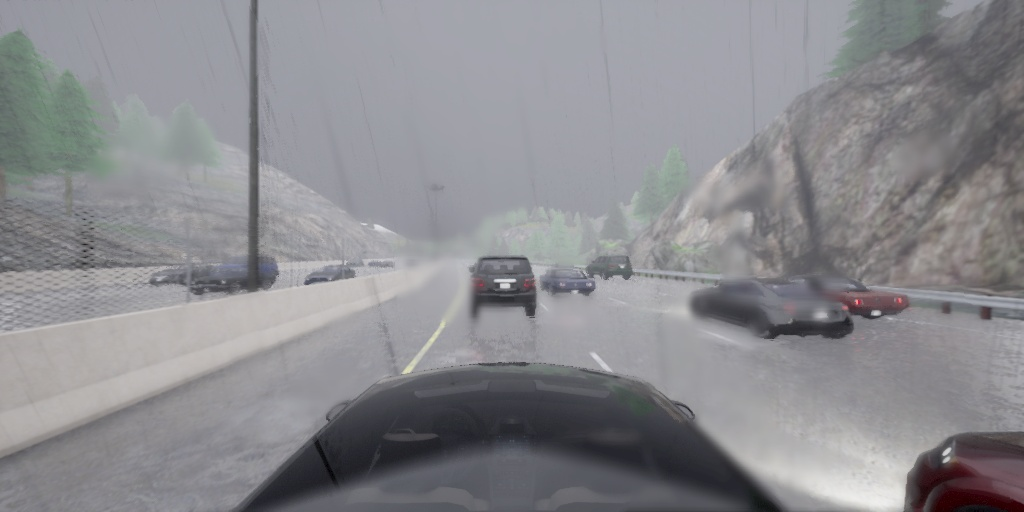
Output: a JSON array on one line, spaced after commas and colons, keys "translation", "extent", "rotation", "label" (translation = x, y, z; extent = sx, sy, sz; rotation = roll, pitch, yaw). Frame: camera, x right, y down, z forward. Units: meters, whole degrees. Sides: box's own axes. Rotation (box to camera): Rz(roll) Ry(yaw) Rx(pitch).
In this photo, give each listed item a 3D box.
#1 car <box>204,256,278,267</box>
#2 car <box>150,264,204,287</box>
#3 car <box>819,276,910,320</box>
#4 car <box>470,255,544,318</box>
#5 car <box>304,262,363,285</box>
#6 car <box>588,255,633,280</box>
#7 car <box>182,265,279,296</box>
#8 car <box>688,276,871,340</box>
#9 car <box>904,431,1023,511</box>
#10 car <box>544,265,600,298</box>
[{"translation": [-19.637, 1.026, 26.753], "extent": [2.150, 2.045, 5.566], "rotation": [0, 0, -8], "label": "car"}, {"translation": [-22.992, 1.301, 25.477], "extent": [2.128, 1.511, 4.902], "rotation": [0, 0, -8], "label": "car"}, {"translation": [10.186, 1.329, 12.375], "extent": [1.895, 1.301, 4.718], "rotation": [0, 0, -3], "label": "car"}, {"translation": [-0.383, 0.975, 13.251], "extent": [2.150, 2.045, 5.566], "rotation": [0, 0, -4], "label": "car"}, {"translation": [-12.277, 1.332, 24.701], "extent": [2.033, 1.411, 5.357], "rotation": [0, 0, -8], "label": "car"}, {"translation": [8.260, 0.959, 30.675], "extent": [2.150, 2.045, 5.566], "rotation": [0, 0, -8], "label": "car"}, {"translation": [-15.220, 1.391, 19.837], "extent": [1.895, 1.301, 4.718], "rotation": [0, 0, -6], "label": "car"}, {"translation": [6.779, 1.300, 9.968], "extent": [1.994, 1.385, 4.181], "rotation": [0, 0, -3], "label": "car"}, {"translation": [3.516, 1.305, 0.526], "extent": [1.994, 1.385, 4.181], "rotation": [0, 0, 1], "label": "car"}, {"translation": [2.695, 1.348, 18.489], "extent": [1.895, 1.301, 4.718], "rotation": [0, 0, -5], "label": "car"}]
